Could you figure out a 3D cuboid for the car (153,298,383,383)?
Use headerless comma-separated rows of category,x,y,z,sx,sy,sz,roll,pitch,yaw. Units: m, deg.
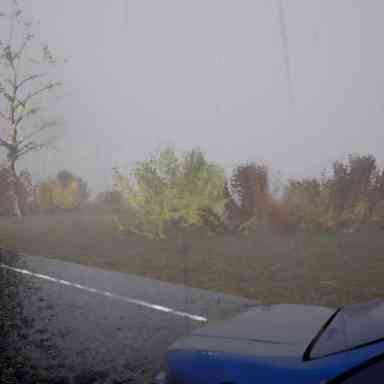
car,2.244,1.548,2.408,5.357,1.411,2.033,0,0,35
